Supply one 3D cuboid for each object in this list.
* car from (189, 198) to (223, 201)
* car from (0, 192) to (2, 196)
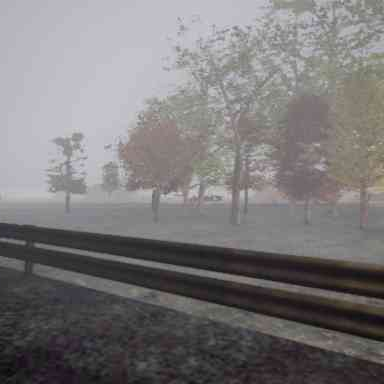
[{"bbox_3d":[1.777,0.852,44.999,4.902,1.511,2.128,0,0,9],"label":"car"},{"bbox_3d":[-31.780,0.624,50.573,5.566,2.045,2.150,0,0,9],"label":"car"}]
